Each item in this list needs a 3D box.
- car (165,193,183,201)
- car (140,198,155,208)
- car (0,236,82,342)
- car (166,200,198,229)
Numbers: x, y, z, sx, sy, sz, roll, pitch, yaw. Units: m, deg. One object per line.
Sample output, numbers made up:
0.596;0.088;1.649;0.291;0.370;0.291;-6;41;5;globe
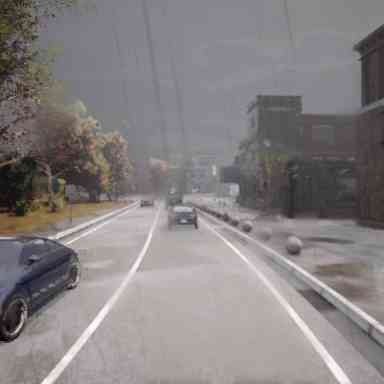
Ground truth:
-2.301;1.196;42.599;2.150;2.045;5.566;0;0;-4;car
-6.457;1.545;48.301;1.994;1.385;4.181;0;0;-4;car
-3.662;1.567;6.339;1.994;1.385;4.181;0;0;1;car
-0.658;1.509;21.509;1.812;1.442;4.674;0;0;-4;car
